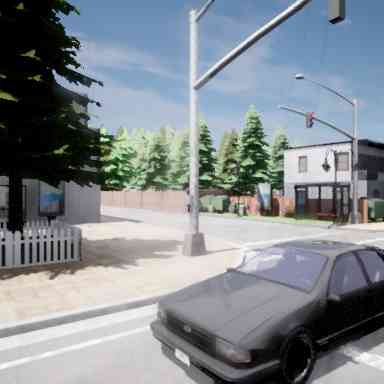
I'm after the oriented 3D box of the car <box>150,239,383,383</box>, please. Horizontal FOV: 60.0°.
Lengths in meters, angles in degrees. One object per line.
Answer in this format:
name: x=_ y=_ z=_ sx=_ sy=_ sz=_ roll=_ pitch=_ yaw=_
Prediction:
car: x=2.037 y=1.546 z=5.484 sx=5.357 sy=1.411 sz=2.033 roll=0 pitch=0 yaw=-36
